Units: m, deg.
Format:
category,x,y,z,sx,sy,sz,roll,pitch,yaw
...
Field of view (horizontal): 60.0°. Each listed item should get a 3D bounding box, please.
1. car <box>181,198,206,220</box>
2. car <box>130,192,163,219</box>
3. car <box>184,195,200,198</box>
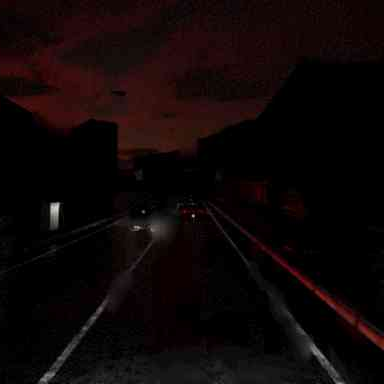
category,x,y,z,sx,sy,sz,roll,pitch,yaw
car,0.094,1.451,26.883,1.895,1.301,4.718,0,1,0
car,-3.597,1.065,27.390,2.150,2.045,5.566,0,1,0
car,-0.006,1.094,42.721,1.837,1.490,4.892,0,1,-1
